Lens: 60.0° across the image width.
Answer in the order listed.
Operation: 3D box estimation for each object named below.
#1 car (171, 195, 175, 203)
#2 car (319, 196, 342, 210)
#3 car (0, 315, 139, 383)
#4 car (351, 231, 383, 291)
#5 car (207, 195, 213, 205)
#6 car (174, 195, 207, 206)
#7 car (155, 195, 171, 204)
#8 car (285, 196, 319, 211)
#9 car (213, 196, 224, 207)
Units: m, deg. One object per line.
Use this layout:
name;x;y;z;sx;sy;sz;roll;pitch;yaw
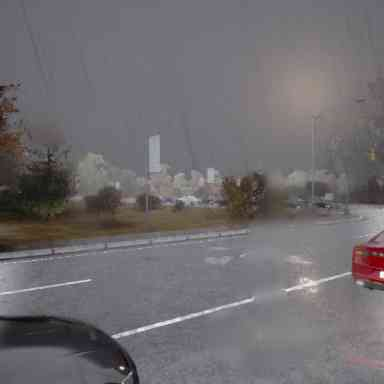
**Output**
car;-3.828;1.261;61.479;2.128;1.511;4.902;-1;0;-38
car;14.713;1.247;38.268;2.128;1.511;4.902;-1;0;-39
car;-2.647;1.492;1.839;4.902;1.511;2.128;0;0;-36
car;5.776;1.445;7.856;5.008;1.535;1.882;0;0;-35
car;2.666;1.256;53.307;2.128;1.511;4.902;-1;0;-39
car;-0.270;1.321;51.366;1.812;1.442;4.674;-1;0;-38
car;-6.303;1.325;58.973;1.812;1.442;4.674;-1;0;-39
car;11.099;1.278;37.168;2.128;1.511;4.902;-1;0;-39
car;5.399;1.143;44.285;2.097;1.767;4.553;-1;0;-39
